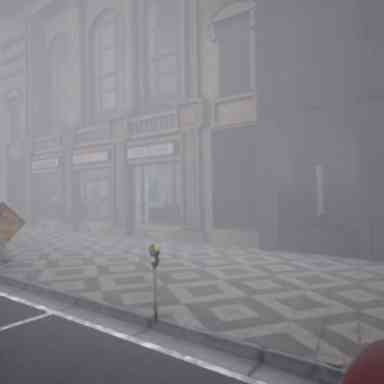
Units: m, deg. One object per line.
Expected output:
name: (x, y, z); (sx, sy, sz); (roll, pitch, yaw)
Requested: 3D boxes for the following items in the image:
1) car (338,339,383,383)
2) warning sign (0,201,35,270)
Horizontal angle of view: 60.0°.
car: (2.924, 1.294, 0.768); (5.009, 1.841, 2.192); (-1, -1, 36)
warning sign: (-5.523, 1.215, 9.743); (1.060, 1.860, 1.300); (-1, 0, 36)
